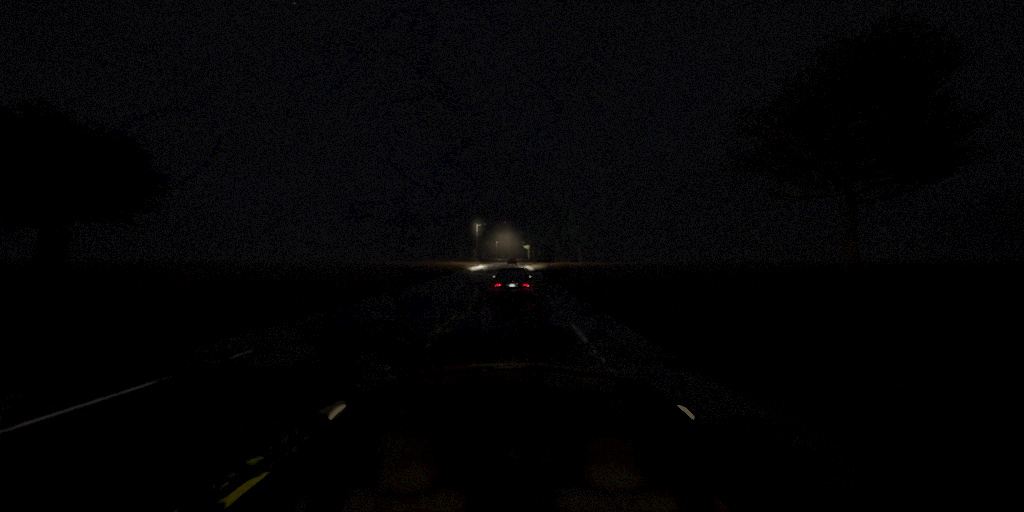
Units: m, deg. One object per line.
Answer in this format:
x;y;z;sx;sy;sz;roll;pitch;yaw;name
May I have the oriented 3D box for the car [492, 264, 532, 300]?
0.006;1.305;17.838;2.033;1.411;5.357;0;0;0;car
